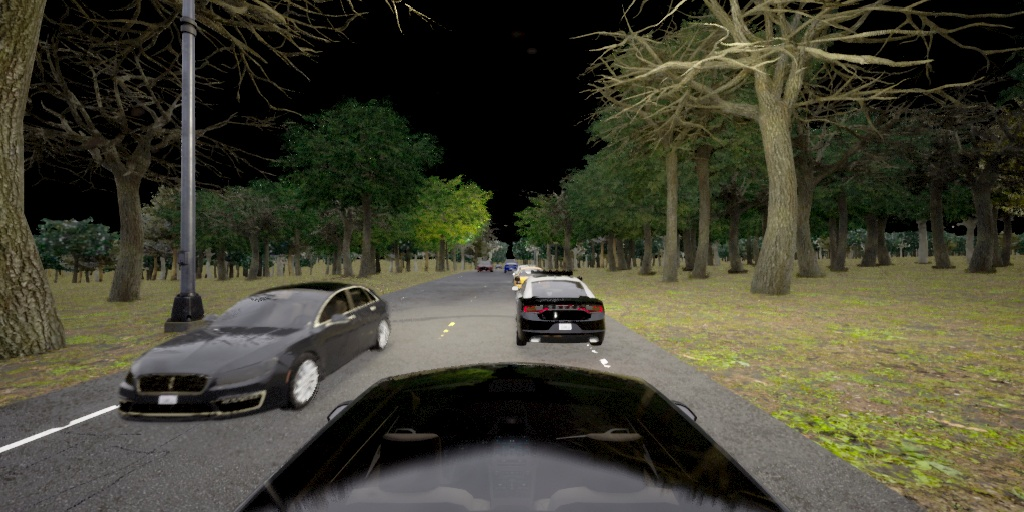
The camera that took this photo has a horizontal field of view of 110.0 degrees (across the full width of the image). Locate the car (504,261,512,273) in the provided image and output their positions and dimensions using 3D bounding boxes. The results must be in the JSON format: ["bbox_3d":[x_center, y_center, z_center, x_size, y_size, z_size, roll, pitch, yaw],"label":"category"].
[{"bbox_3d":[-0.064,1.508,48.904,1.882,1.535,5.008,0,-1,0],"label":"car"}]

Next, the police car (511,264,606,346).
[{"bbox_3d":[1.036,1.185,9.588,1.930,1.638,5.238,0,0,0],"label":"police car"}]

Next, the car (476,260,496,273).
[{"bbox_3d":[-3.691,1.387,49.230,2.097,1.767,4.553,0,-1,0],"label":"car"}]

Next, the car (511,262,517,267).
[{"bbox_3d":[1.016,1.255,19.670,1.801,1.575,5.366,0,0,0],"label":"car"}]

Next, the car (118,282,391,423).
[{"bbox_3d":[-3.607,1.258,6.182,1.837,1.490,4.892,0,0,0],"label":"car"}]
